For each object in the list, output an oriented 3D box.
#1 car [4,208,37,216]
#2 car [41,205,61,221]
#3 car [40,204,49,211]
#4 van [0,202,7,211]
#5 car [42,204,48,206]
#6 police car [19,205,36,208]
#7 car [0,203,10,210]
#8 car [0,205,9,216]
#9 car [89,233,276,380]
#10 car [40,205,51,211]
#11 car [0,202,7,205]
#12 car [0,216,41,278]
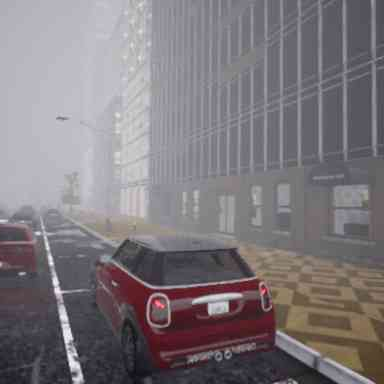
[{"bbox_3d":[-13.119,2.202,25.886,1.994,1.385,4.181,2,-2,-25],"label":"car"},{"bbox_3d":[-16.040,2.541,38.249,1.947,1.339,4.313,2,-2,-25],"label":"car"},{"bbox_3d":[-32.993,3.372,74.484,1.752,1.417,4.829,2,-2,-25],"label":"car"},{"bbox_3d":[-40.515,2.981,70.803,1.690,1.788,3.998,2,-2,-25],"label":"van"},{"bbox_3d":[-25.684,2.914,58.869,1.967,1.590,4.097,2,-2,-25],"label":"car"},{"bbox_3d":[-20.570,2.444,41.583,1.930,1.638,5.238,2,-2,-25],"label":"police car"},{"bbox_3d":[-42.931,3.328,75.950,1.947,1.339,4.313,2,-2,-25],"label":"car"},{"bbox_3d":[-22.213,2.453,37.948,1.994,1.385,4.181,2,-2,-25],"label":"car"},{"bbox_3d":[-0.561,1.546,6.170,2.097,1.767,4.553,2,-2,-25],"label":"car"},{"bbox_3d":[-30.511,3.302,69.173,1.802,1.307,4.206,2,-2,-25],"label":"car"},{"bbox_3d":[-38.104,2.957,65.644,1.967,1.590,4.097,2,-2,-25],"label":"car"},{"bbox_3d":[-5.984,1.740,10.645,1.882,1.535,5.008,2,-2,-25],"label":"car"}]
